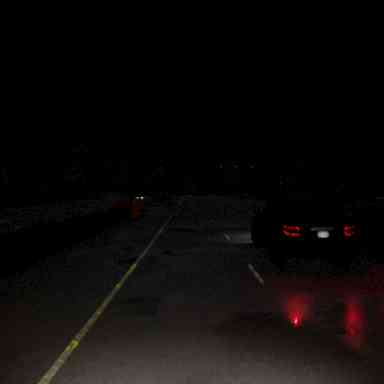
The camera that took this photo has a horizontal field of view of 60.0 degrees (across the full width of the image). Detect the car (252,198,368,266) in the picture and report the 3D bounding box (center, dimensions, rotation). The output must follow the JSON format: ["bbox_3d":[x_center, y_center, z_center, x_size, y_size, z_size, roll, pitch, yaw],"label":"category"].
[{"bbox_3d":[3.534,1.207,11.562,2.150,2.045,5.566,0,0,1],"label":"car"}]

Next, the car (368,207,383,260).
[{"bbox_3d":[7.041,1.331,12.569,2.097,1.767,4.553,0,0,0],"label":"car"}]
